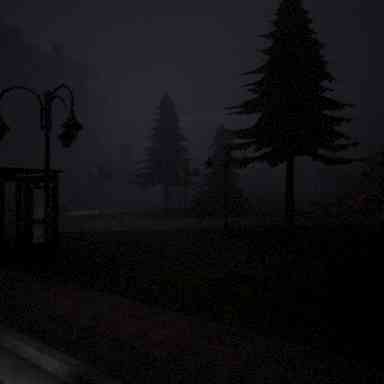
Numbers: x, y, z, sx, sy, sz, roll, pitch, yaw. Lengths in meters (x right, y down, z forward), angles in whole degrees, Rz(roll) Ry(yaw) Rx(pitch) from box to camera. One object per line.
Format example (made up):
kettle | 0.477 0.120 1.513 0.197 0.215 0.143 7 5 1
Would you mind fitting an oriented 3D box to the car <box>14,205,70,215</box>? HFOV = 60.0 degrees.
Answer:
car | -14.127 1.563 31.645 1.895 1.301 4.718 0 0 36
